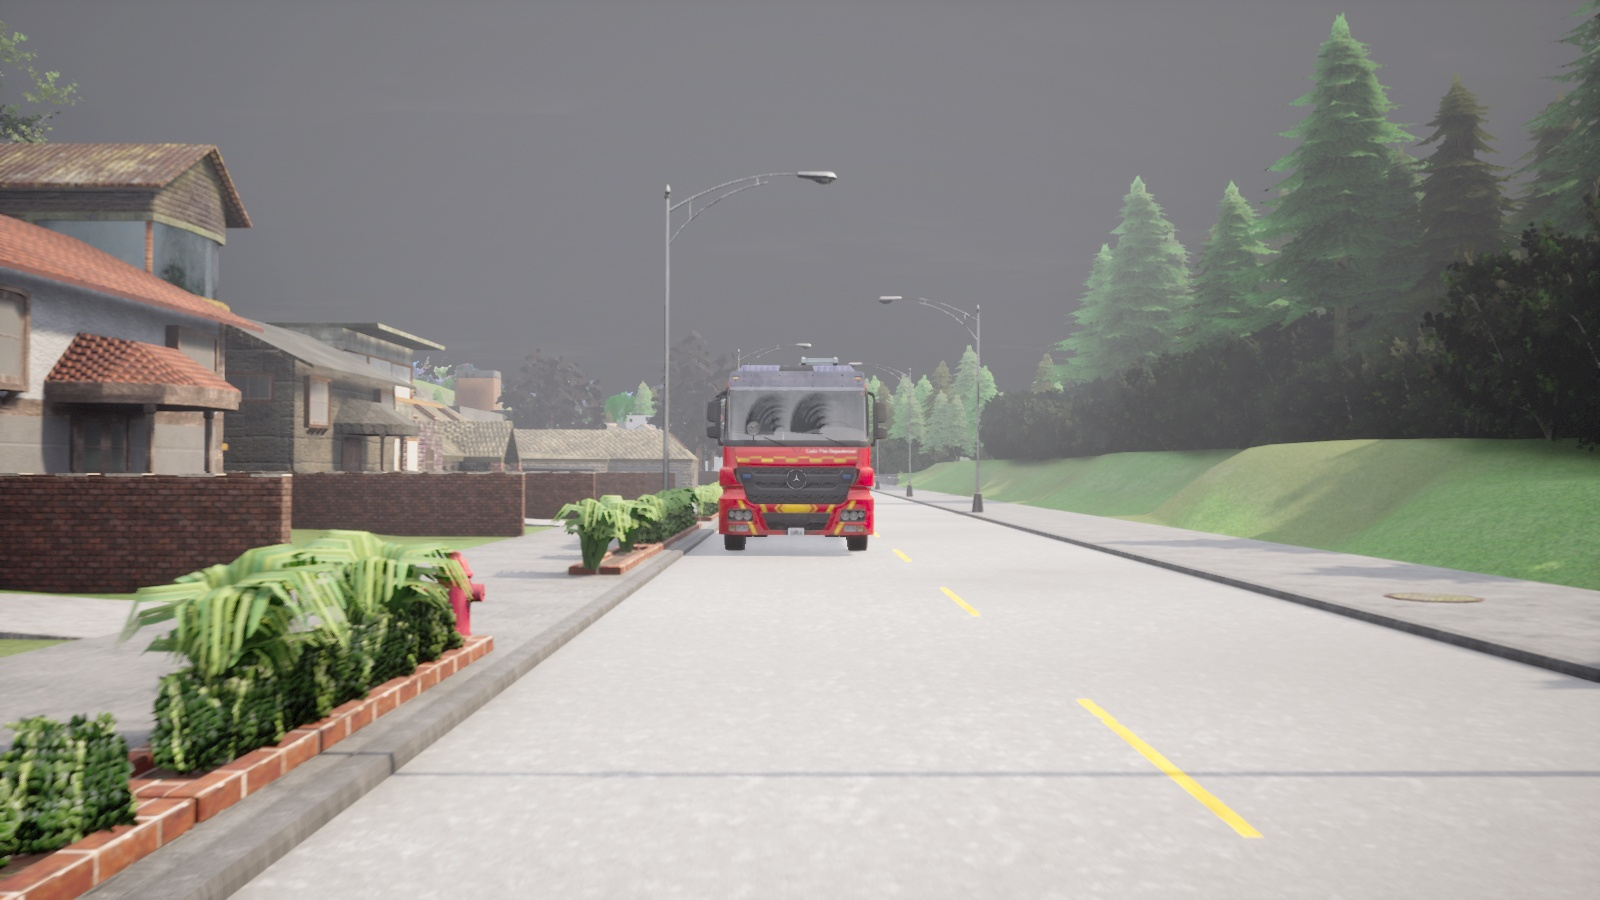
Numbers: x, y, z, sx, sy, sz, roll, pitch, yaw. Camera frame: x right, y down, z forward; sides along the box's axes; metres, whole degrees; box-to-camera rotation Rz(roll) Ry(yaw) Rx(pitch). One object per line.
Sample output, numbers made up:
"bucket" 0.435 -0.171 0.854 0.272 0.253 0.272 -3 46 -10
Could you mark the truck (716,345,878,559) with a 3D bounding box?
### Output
"truck" -0.070 0.099 26.796 2.891 3.827 8.468 0 -1 0
